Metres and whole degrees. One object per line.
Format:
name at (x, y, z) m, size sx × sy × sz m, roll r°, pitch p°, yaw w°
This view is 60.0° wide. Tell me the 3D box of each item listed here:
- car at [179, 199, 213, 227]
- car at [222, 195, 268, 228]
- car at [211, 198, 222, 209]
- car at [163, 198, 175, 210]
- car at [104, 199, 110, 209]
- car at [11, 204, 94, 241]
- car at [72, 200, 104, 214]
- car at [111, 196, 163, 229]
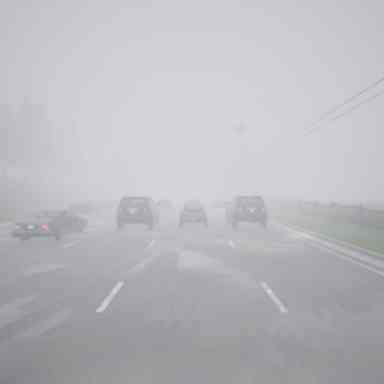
car at (0.093, 1.511, 23.112) m, size 2.128 × 1.511 × 4.902 m, roll 0°, pitch 0°, yaw 0°
car at (3.594, 1.241, 22.634) m, size 2.150 × 2.045 × 5.566 m, roll 0°, pitch 0°, yaw 0°
car at (3.573, 1.518, 44.926) m, size 1.882 × 1.535 × 5.008 m, roll 0°, pitch 0°, yaw 0°
car at (-3.429, 1.543, 43.643) m, size 1.837 × 1.490 × 4.892 m, roll 0°, pitch 0°, yaw 0°
car at (-10.509, 1.585, 43.413) m, size 2.033 × 1.411 × 5.357 m, roll 0°, pitch 0°, yaw 0°
car at (-6.905, 1.561, 16.738) m, size 2.033 × 1.411 × 5.357 m, roll 0°, pitch 0°, yaw 0°
car at (-10.508, 1.506, 32.661) m, size 1.882 × 1.535 × 5.008 m, roll 0°, pitch 0°, yaw 0°
car at (-3.406, 1.241, 21.739) m, size 2.150 × 2.045 × 5.566 m, roll 0°, pitch 0°, yaw 0°
